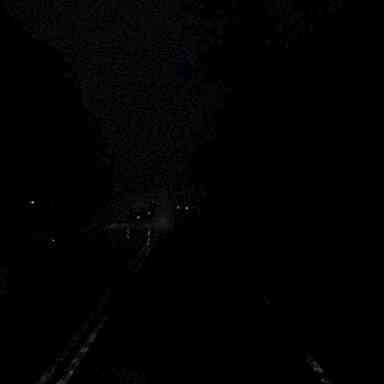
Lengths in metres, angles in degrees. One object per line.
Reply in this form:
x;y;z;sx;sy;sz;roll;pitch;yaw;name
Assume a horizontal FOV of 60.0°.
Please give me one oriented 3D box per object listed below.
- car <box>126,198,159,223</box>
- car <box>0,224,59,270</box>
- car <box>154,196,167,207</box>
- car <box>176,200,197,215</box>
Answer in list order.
-3.787;1.478;25.371;1.812;1.442;4.674;0;0;-2;car
-6.620;1.579;9.271;2.033;1.411;5.357;-2;-1;43;car
-4.382;1.258;44.620;1.837;1.490;4.892;0;0;-2;car
-0.539;1.450;32.003;2.033;1.411;5.357;0;1;-2;car
